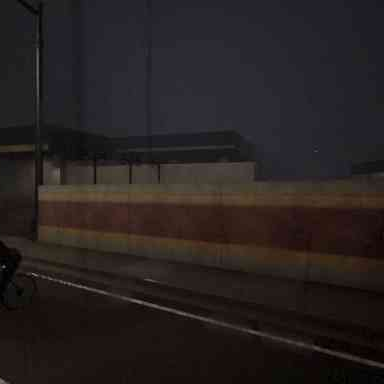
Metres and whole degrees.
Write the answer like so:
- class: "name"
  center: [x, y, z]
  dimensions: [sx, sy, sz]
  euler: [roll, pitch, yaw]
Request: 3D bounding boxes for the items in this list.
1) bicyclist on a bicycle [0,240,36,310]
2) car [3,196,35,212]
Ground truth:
- class: "bicyclist on a bicycle"
  center: [-3.571, 1.449, 5.913]
  dimensions: [0.582, 1.620, 1.656]
  euler: [0, 2, 35]
- class: "car"
  center: [-18.622, 1.292, 37.483]
  dimensions: [2.242, 1.667, 4.611]
  euler: [0, 0, 36]
